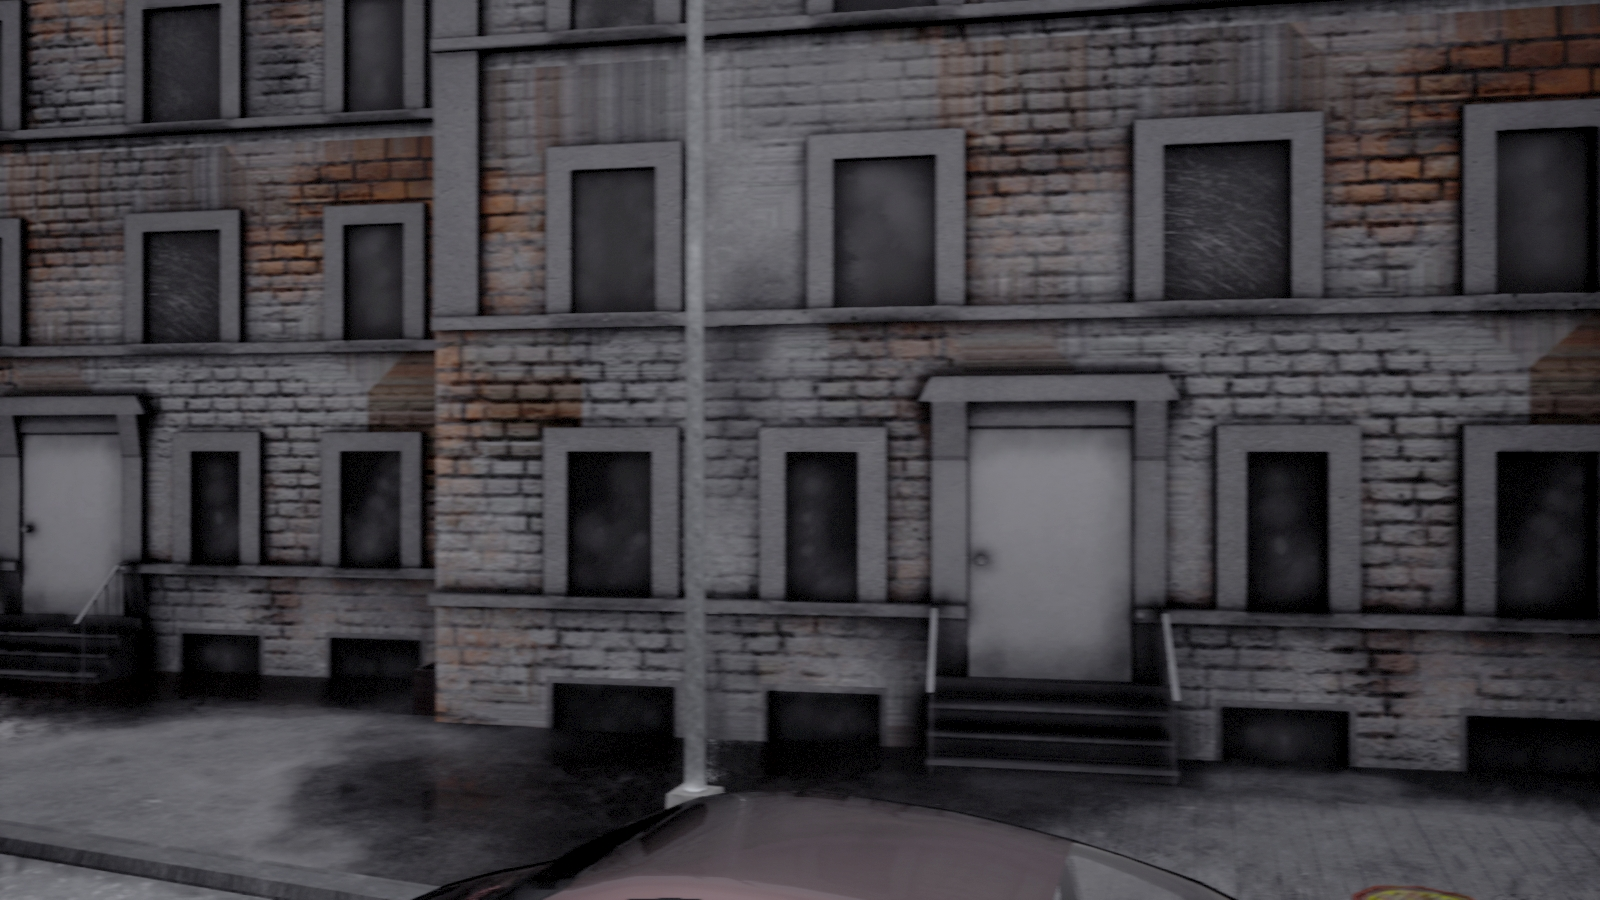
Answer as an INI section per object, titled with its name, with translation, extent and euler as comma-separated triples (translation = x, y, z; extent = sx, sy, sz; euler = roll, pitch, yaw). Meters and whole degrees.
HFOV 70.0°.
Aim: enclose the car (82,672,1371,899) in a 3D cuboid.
[car]
translation = -0.225, 1.806, 3.838
extent = 3.705, 1.549, 1.789
euler = 0, 0, 20
